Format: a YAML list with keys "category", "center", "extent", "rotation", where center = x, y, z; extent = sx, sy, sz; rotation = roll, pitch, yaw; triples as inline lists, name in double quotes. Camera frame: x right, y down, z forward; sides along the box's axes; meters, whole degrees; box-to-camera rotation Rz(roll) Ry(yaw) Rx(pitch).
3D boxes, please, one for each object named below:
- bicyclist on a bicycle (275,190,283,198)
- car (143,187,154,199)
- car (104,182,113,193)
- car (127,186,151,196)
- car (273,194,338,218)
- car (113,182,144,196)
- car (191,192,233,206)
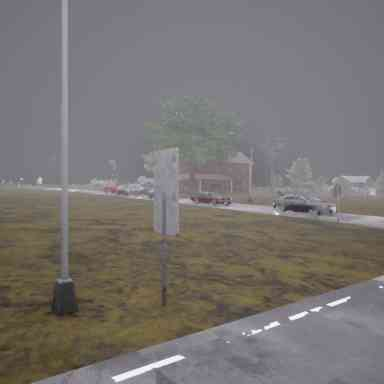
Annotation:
- category: "bicyclist on a bicycle"
  center: [8.891, 0.664, 33.763]
  extent: [1.656, 1.620, 0.582]
  rotation: [0, 2, -36]
- category: "car"
  center: [-3.826, 0.231, 41.218]
  extent: [1.812, 1.442, 4.674]
  rotation: [0, 2, -36]
- category: "car"
  center: [-14.110, -0.818, 60.409]
  extent: [2.150, 2.045, 5.566]
  rotation: [0, 2, -36]
- category: "car"
  center: [-8.411, -0.187, 52.569]
  extent: [1.812, 1.442, 4.674]
  rotation: [0, 2, -35]
- category: "car"
  center: [8.211, 0.956, 24.449]
  extent: [2.128, 1.511, 4.902]
  rotation: [0, 2, -36]
- category: "car"
  center: [-9.485, -0.288, 49.161]
  extent: [2.097, 1.767, 4.553]
  rotation: [0, 2, -35]
- category: "car"
  center: [1.922, 0.663, 33.203]
  extent: [1.895, 1.301, 4.718]
  rotation: [0, 2, -36]
